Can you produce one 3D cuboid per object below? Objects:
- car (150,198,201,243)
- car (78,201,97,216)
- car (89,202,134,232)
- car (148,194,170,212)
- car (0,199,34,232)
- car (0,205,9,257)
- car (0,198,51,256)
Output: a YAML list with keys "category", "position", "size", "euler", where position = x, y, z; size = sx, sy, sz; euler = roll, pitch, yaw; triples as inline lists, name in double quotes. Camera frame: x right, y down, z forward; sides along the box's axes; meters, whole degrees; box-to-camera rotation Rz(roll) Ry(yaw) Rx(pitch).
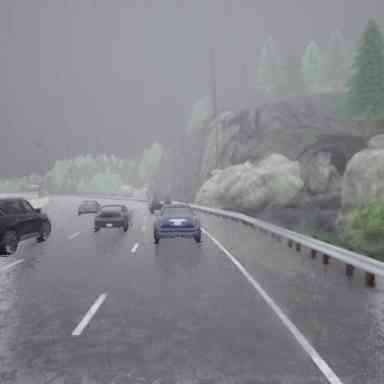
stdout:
- category: "car"
  position: [-0.792, 1.353, 16.327]
  size: [2.097, 1.767, 4.553]
  euler: [0, 0, -5]
- category: "car"
  position: [-10.041, 1.566, 32.851]
  size: [2.033, 1.411, 5.357]
  euler: [0, 0, -10]
- category: "car"
  position: [-4.675, 1.514, 20.152]
  size: [1.837, 1.490, 4.892]
  euler: [0, 0, -6]
- category: "car"
  position: [-3.465, 1.228, 35.650]
  size: [2.150, 2.045, 5.566]
  euler: [0, 0, -11]
- category: "car"
  position: [-11.814, 1.374, 20.867]
  size: [2.097, 1.767, 4.553]
  euler: [0, 0, -7]
- category: "car"
  position: [-3.482, 1.228, 1.582]
  size: [2.150, 2.045, 5.566]
  euler: [0, 0, -1]
- category: "car"
  position: [-7.507, 1.236, 13.145]
  size: [2.150, 2.045, 5.566]
  euler: [0, 0, -4]
